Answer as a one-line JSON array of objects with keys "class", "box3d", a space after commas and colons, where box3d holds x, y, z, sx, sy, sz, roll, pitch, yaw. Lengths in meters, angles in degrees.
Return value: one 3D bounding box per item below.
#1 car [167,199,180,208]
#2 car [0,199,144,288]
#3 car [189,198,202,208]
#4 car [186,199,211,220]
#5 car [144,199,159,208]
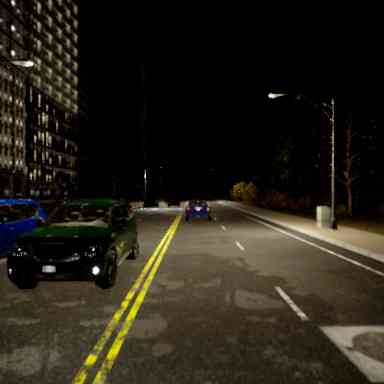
[{"class": "car", "box3d": [-2.867, 1.764, 52.461, 1.895, 1.301, 4.718, 0, 0, 1]}, {"class": "car", "box3d": [-2.953, 1.250, 9.641, 2.150, 2.045, 5.566, 0, 0, 0]}, {"class": "car", "box3d": [0.539, 1.723, 51.658, 1.994, 1.385, 4.181, 0, 0, 0]}, {"class": "car", "box3d": [0.517, 1.443, 29.091, 2.097, 1.767, 4.553, 0, 0, 0]}, {"class": "car", "box3d": [-6.130, 1.719, 50.435, 1.994, 1.385, 4.181, 0, 0, 0]}]
